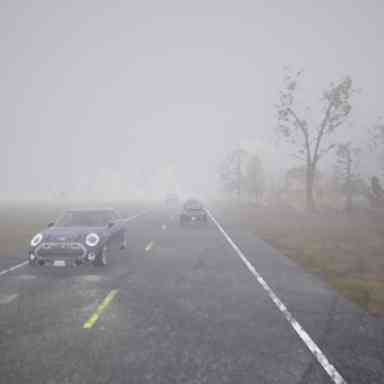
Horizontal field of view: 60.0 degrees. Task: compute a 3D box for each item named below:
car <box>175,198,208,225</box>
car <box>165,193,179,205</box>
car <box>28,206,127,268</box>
[{"bbox_3d":[0.097,1.464,23.612,2.128,1.511,4.902,0,0,0],"label":"car"},{"bbox_3d":[-3.506,1.127,58.009,2.150,2.045,5.566,0,0,0],"label":"car"},{"bbox_3d":[-3.602,1.342,11.285,2.097,1.767,4.553,0,0,0],"label":"car"}]
